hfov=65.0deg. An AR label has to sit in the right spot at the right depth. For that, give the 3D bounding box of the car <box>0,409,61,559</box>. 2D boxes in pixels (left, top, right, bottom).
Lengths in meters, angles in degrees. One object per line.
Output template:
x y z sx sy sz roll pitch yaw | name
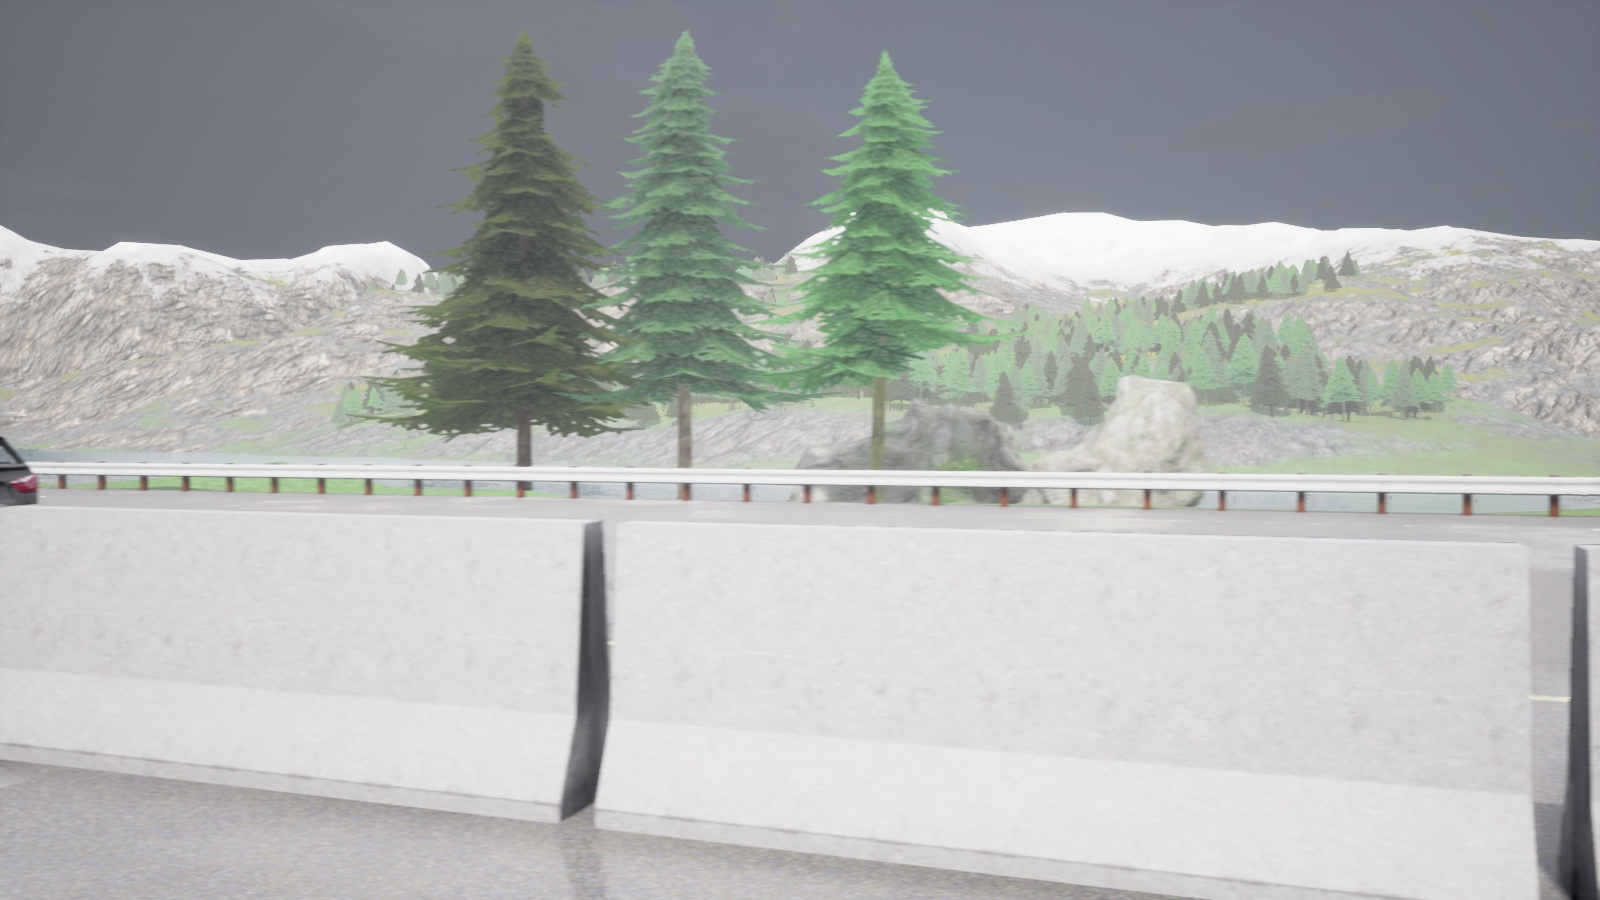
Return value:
-11.168 0.359 14.336 4.611 1.667 2.242 1 1 19 | car
